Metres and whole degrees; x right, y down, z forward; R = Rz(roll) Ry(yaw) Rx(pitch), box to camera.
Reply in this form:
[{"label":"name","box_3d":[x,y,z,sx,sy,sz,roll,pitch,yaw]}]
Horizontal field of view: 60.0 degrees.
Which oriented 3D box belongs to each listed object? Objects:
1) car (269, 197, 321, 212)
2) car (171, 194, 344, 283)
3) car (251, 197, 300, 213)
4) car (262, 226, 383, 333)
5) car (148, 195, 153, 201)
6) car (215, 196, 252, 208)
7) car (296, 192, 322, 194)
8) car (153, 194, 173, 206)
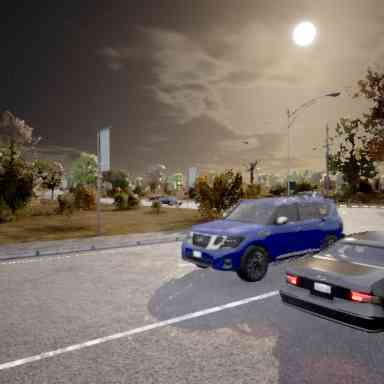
[{"label":"car","box_3d":[11.656,1.364,37.947,2.033,1.411,5.357,-1,0,-39]},{"label":"car","box_3d":[2.365,1.201,10.022,5.566,2.045,2.150,0,0,-36]},{"label":"car","box_3d":[8.876,1.319,35.813,1.882,1.535,5.008,-1,0,-40]},{"label":"car","box_3d":[4.064,1.529,6.673,5.357,1.411,2.033,0,0,-36]},{"label":"car","box_3d":[-7.825,1.261,73.344,1.882,1.535,5.008,-1,0,-38]},{"label":"car","box_3d":[5.617,1.312,45.405,2.128,1.511,4.902,-1,0,-39]},{"label":"car","box_3d":[15.143,0.990,45.078,2.150,2.045,5.566,-1,0,-39]},{"label":"car","box_3d":[-3.428,1.340,51.032,2.128,1.511,4.902,-1,0,-39]}]
